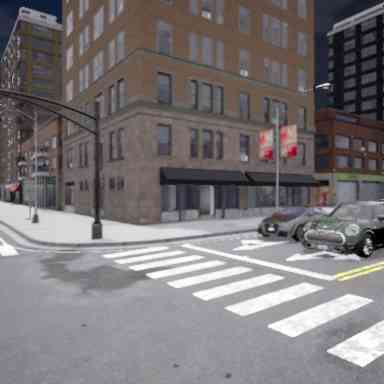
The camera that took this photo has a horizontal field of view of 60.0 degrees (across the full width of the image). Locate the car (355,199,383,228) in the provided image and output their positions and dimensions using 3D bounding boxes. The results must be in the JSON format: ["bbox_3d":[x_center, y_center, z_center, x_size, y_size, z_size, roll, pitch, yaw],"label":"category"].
[{"bbox_3d":[12.160,1.181,20.300,4.892,1.490,1.837,-1,0,-35],"label":"car"}]

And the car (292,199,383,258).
[{"bbox_3d":[5.994,1.149,11.945,4.553,1.767,2.097,-1,0,-35],"label":"car"}]

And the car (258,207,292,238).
[{"bbox_3d":[4.964,1.357,15.202,4.181,1.385,1.994,-1,0,-36],"label":"car"}]
